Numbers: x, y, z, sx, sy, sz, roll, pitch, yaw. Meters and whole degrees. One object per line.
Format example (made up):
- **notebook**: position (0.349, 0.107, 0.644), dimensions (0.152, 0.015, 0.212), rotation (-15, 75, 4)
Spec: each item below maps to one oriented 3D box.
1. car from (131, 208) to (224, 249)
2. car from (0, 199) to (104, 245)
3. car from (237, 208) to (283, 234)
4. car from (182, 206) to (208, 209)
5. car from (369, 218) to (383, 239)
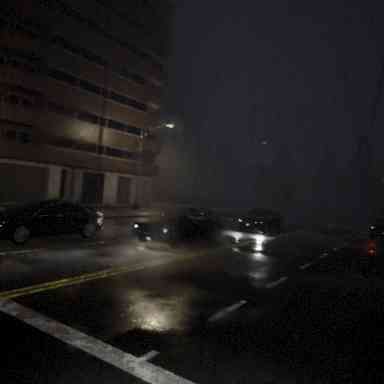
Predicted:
- **car**: position (-0.449, 1.555, 14.489), dimensions (1.895, 1.301, 4.718), rotation (5, 0, 33)
- **car**: position (-5.629, 1.044, 12.866), dimensions (1.837, 1.490, 4.892), rotation (5, 0, 33)
- **car**: position (4.766, 1.872, 22.596), dimensions (1.837, 1.490, 4.892), rotation (5, 0, 33)
- **car**: position (-0.020, 1.585, 21.622), dimensions (1.895, 1.301, 4.718), rotation (5, 0, 33)
- **car**: position (13.727, 2.610, 23.483), dimensions (1.812, 1.442, 4.674), rotation (5, 0, 33)
